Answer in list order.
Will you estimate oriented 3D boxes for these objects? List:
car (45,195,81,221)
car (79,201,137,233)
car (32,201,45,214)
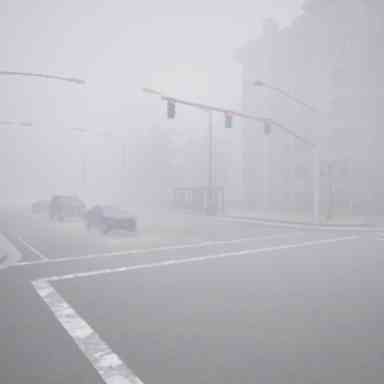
[{"bbox_3d":[-10.776,1.314,28.731,2.150,2.045,5.566,0,0,-35],"label":"car"},{"bbox_3d":[-5.089,1.554,20.506,1.882,1.535,5.008,0,0,-35],"label":"car"},{"bbox_3d":[-16.513,1.673,37.042,1.994,1.385,4.181,0,0,-35],"label":"car"}]
